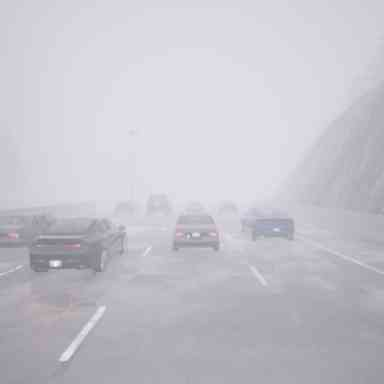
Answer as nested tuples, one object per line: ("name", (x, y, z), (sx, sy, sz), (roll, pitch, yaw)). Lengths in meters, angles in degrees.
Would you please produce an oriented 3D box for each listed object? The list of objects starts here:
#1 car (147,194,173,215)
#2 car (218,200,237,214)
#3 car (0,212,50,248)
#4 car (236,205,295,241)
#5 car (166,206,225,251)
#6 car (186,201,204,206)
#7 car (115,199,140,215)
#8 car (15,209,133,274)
("car", (-3.219, 1.251, 33.818), (2.150, 2.045, 5.566), (0, 0, 1))
("car", (3.830, 1.544, 35.658), (1.812, 1.442, 4.674), (0, 0, 1))
("car", (-6.850, 1.570, 14.141), (2.033, 1.411, 5.357), (0, 0, 0))
("car", (3.658, 1.483, 16.816), (1.882, 1.535, 5.008), (0, 0, 0))
("car", (0.150, 1.557, 14.194), (2.033, 1.411, 5.357), (0, 0, 0))
("car", (0.332, 1.588, 35.157), (1.994, 1.385, 4.181), (0, 0, 2))
("car", (-6.687, 1.541, 34.665), (1.837, 1.490, 4.892), (0, 0, 1))
("car", (-3.360, 1.518, 10.632), (1.837, 1.490, 4.892), (0, 0, 0))
